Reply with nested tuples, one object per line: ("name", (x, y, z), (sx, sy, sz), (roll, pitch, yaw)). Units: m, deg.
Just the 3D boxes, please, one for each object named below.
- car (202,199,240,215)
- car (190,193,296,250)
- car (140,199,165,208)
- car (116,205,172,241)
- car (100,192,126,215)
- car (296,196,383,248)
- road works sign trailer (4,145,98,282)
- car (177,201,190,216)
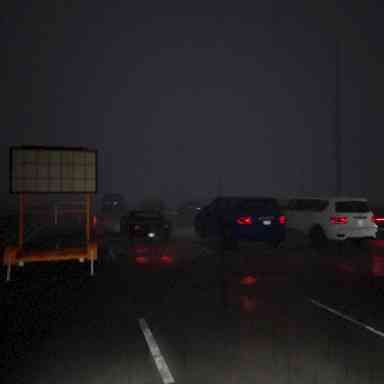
("car", (2.873, 1.492, 34.253), (2.033, 1.411, 5.357), (0, 0, -18))
("car", (1.886, 1.198, 14.613), (2.150, 2.045, 5.566), (0, 0, -18))
("car", (-4.032, 1.423, 32.852), (1.882, 1.535, 5.008), (0, 0, -18))
("car", (-2.480, 1.573, 16.730), (1.895, 1.301, 4.718), (0, 0, -18))
("car", (-8.107, 1.165, 34.067), (2.150, 2.045, 5.566), (0, 0, -18))
("car", (5.457, 1.198, 14.946), (2.150, 2.045, 5.566), (0, 0, -18))
("road works sign trailer", (-4.062, 0.447, 9.941), (2.380, 3.560, 2.880), (0, 0, -18))
("car", (-0.051, 1.511, 31.925), (1.994, 1.385, 4.181), (0, 0, -18))
